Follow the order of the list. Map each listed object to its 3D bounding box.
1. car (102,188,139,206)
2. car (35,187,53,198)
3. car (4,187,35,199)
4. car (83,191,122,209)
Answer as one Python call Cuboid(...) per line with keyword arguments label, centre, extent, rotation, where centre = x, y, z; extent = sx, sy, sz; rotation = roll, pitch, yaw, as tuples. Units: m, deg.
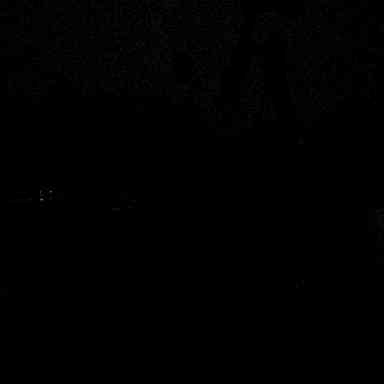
Cuboid(label="car", centre=(-8.858, 0.512, 39.871), extent=(5.566, 2.045, 2.150), rotation=(2, 3, 39))
Cuboid(label="car", centre=(-23.700, -0.050, 51.867), extent=(4.553, 1.767, 2.097), rotation=(3, 4, 38))
Cuboid(label="car", centre=(-25.854, 0.212, 49.117), extent=(5.357, 1.411, 2.033), rotation=(3, 4, 38))
Cuboid(label="car", centre=(-10.084, 0.996, 36.386), extent=(4.181, 1.385, 1.994), rotation=(2, 3, 39))
